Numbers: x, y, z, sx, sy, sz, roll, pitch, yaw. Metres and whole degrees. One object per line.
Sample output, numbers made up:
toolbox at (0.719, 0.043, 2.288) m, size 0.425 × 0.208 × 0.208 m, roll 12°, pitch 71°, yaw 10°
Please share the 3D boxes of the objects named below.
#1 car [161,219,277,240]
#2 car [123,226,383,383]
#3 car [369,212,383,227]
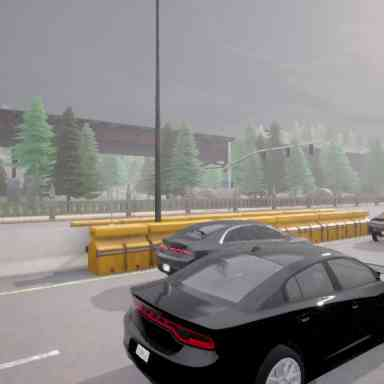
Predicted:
car at (1.378, 1.503, 9.029) m, size 4.892 × 1.490 × 1.837 m, roll 1°, pitch 0°, yaw -36°
car at (1.512, 1.478, 4.823) m, size 5.008 × 1.535 × 1.882 m, roll 0°, pitch 0°, yaw -36°
car at (9.950, 1.491, 15.145) m, size 4.902 × 1.511 × 2.128 m, roll 0°, pitch 0°, yaw -36°
